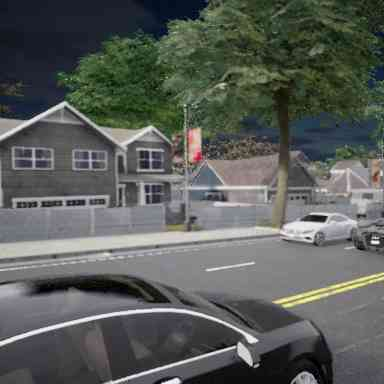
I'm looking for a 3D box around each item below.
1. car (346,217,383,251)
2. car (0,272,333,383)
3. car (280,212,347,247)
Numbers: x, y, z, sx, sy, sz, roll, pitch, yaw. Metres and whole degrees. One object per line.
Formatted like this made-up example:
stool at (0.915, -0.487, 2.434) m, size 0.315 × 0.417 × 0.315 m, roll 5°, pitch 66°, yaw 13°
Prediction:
car at (8.588, 1.757, 13.794) m, size 4.181 × 1.385 × 1.994 m, roll 1°, pitch 0°, yaw -35°
car at (-0.723, 1.519, 2.923) m, size 4.892 × 1.490 × 1.837 m, roll 1°, pitch 0°, yaw -35°
car at (6.334, 1.713, 16.179) m, size 4.674 × 1.442 × 1.812 m, roll 1°, pitch -1°, yaw -35°
